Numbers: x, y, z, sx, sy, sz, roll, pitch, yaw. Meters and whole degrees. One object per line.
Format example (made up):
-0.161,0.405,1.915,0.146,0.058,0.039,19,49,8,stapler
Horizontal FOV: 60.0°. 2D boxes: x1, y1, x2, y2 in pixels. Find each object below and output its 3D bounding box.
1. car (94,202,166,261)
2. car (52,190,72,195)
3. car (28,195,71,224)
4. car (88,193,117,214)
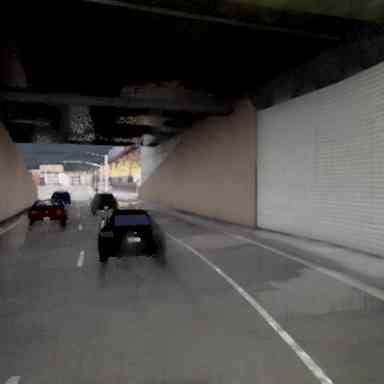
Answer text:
-2.138,1.262,11.230,1.994,1.385,4.181,0,2,-15,car
-14.163,0.531,36.157,1.882,1.535,5.008,-1,2,-19,car
-8.489,1.079,19.904,1.895,1.301,4.718,-1,2,-19,car
-6.934,0.814,26.051,1.837,1.490,4.892,-1,1,-19,car
